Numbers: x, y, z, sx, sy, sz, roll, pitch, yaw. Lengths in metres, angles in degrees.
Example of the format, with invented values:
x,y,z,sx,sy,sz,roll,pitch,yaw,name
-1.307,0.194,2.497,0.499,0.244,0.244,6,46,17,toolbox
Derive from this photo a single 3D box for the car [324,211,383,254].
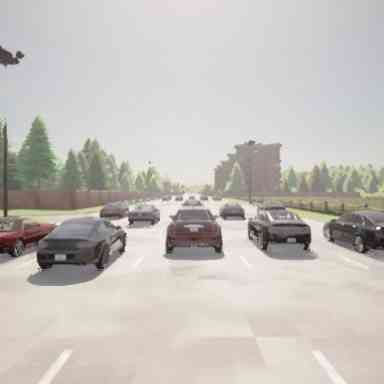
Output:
x,y,z,sx,sy,sz,roll,pitch,yaw,name
7.079,1.534,13.670,1.837,1.490,4.892,0,0,0,car

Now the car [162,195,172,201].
x,y,z,sx,sy,sz,roll,pitch,yaw,name
-7.046,1.723,89.408,2.033,1.411,5.357,0,0,0,car

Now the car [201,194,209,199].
x,y,z,sx,sy,sz,roll,pitch,yaw,name
3.454,1.681,89.798,1.837,1.490,4.892,0,0,0,car

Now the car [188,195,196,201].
x,y,z,sx,sy,sz,roll,pitch,yaw,name
-0.046,1.707,89.796,2.128,1.511,4.902,0,0,0,car

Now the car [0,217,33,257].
x,y,z,sx,sy,sz,roll,pitch,yaw,name
-6.922,1.630,12.920,1.895,1.301,4.718,0,0,0,car

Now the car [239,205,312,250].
x,y,z,sx,sy,sz,roll,pitch,yaw,name
3.582,1.522,14.348,2.128,1.511,4.902,0,0,0,car

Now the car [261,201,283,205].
x,y,z,sx,sy,sz,roll,pitch,yaw,name
7.072,1.567,29.857,1.837,1.490,4.892,0,0,0,car

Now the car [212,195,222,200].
x,y,z,sx,sy,sz,roll,pitch,yaw,name
6.954,1.537,89.803,2.097,1.767,4.553,0,0,0,car

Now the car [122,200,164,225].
x,y,z,sx,sy,sz,roll,pitch,yaw,name
-3.447,1.601,24.691,2.033,1.411,5.357,0,0,0,car

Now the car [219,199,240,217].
x,y,z,sx,sy,sz,roll,pitch,yaw,name
3.571,1.628,30.152,1.994,1.385,4.181,0,0,0,car

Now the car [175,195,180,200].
x,y,z,sx,sy,sz,roll,pitch,yaw,name
-3.546,1.734,89.377,1.994,1.385,4.181,0,0,0,car

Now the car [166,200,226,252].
x,y,z,sx,sy,sz,roll,pitch,yaw,name
0.081,1.382,14.129,2.097,1.767,4.553,0,0,0,car

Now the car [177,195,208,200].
x,y,z,sx,sy,sz,roll,pitch,yaw,name
0.069,1.414,29.328,2.097,1.767,4.553,0,0,0,car

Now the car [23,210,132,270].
x,y,z,sx,sy,sz,roll,pitch,yaw,name
-3.432,1.549,11.010,1.812,1.442,4.674,0,0,0,car

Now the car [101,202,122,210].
x,y,z,sx,sy,sz,roll,pitch,yaw,name
-6.927,1.629,30.262,1.994,1.385,4.181,0,0,0,car
